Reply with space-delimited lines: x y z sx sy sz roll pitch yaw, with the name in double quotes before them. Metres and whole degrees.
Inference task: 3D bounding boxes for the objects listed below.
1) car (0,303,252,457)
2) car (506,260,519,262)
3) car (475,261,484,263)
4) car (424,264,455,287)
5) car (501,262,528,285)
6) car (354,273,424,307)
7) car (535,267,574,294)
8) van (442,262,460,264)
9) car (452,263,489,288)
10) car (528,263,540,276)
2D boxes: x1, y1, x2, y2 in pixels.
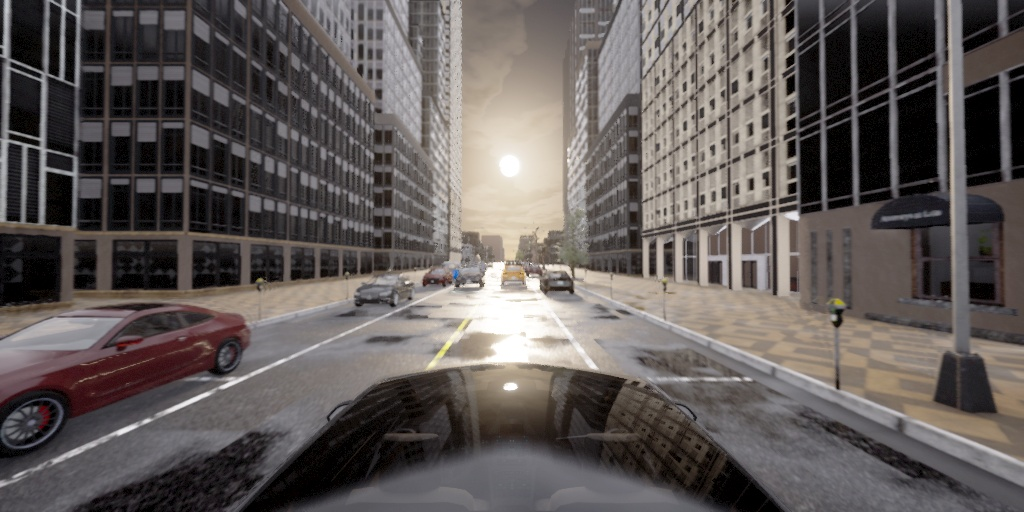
"car" -5.689 1.371 5.053 1.802 1.307 4.207 0 0 0
"car" 0.122 1.493 47.166 2.150 2.045 5.566 0 -1 0
"car" -5.664 1.813 56.280 1.967 1.591 4.097 0 0 0
"car" -5.678 1.598 27.821 1.888 1.381 4.507 0 0 0
"car" 0.114 1.556 30.095 1.882 1.535 5.008 0 -1 0
"car" -5.684 1.472 16.438 2.007 1.370 4.403 0 0 0
"car" 2.700 1.553 22.113 1.948 1.339 4.313 0 0 0
"van" -5.675 1.458 33.514 1.690 1.789 3.998 0 0 0
"car" -2.988 1.483 26.689 1.812 1.442 4.674 0 -1 0
"car" 2.711 1.686 44.878 1.967 1.591 4.097 0 0 0
